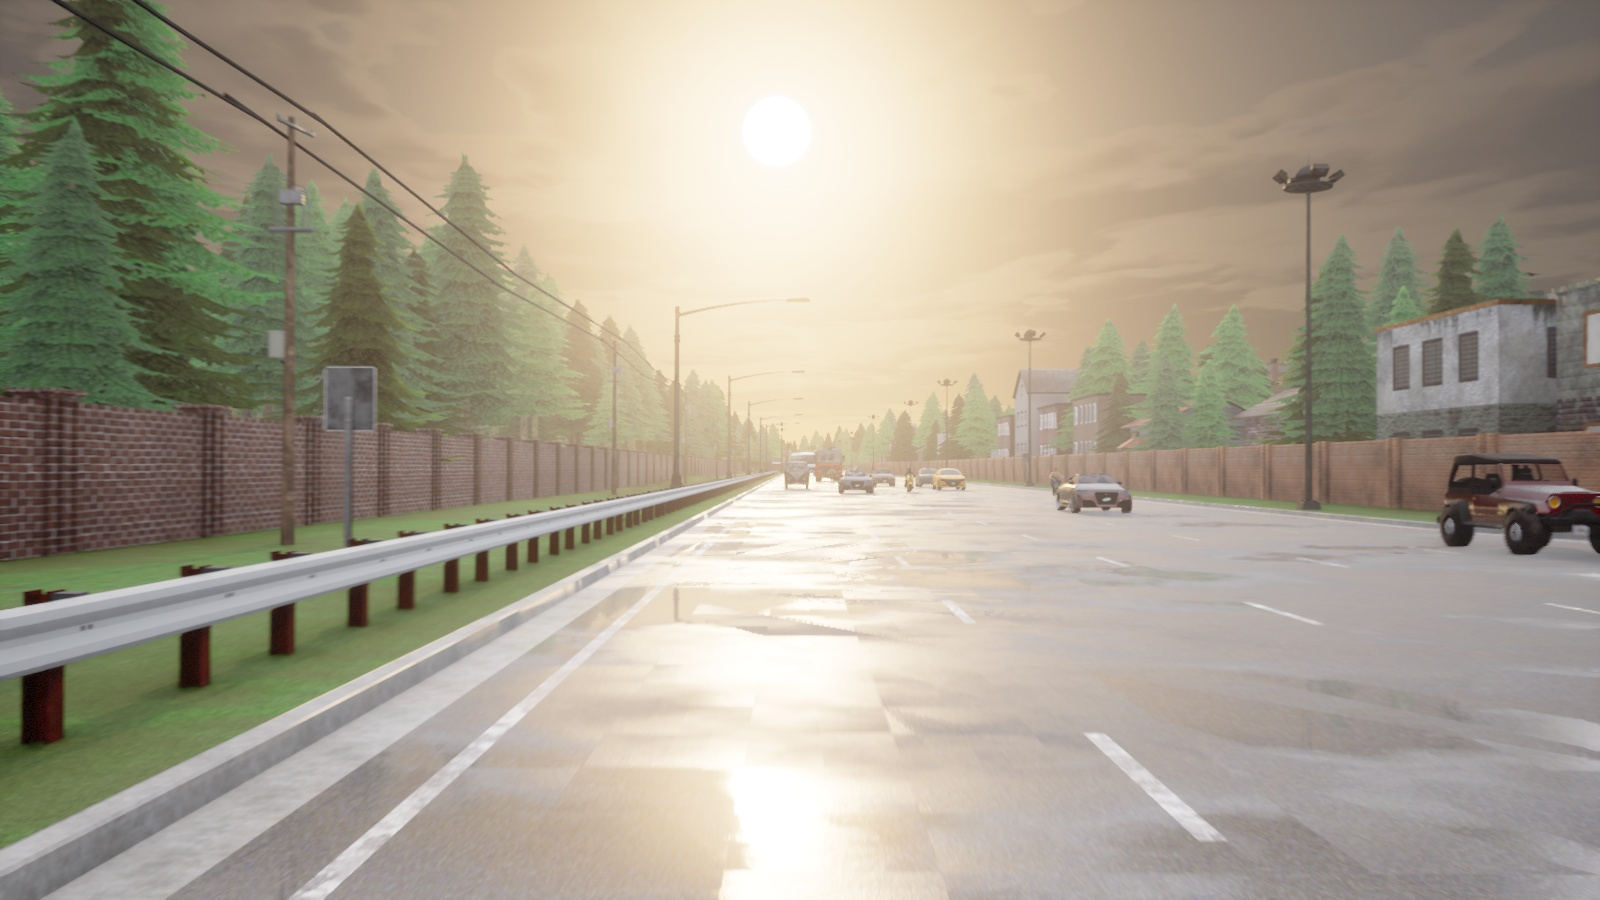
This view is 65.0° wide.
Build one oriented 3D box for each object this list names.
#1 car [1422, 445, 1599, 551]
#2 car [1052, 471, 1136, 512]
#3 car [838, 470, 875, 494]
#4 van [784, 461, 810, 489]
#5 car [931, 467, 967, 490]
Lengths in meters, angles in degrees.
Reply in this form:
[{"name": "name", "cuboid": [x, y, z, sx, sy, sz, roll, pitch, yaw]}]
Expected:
[{"name": "car", "cuboid": [13.942, 0.879, 24.281, 1.905, 1.878, 3.866, 0, -1, 0]}, {"name": "car", "cuboid": [10.395, 1.439, 44.677, 1.994, 1.385, 4.181, 0, -1, 0]}, {"name": "car", "cuboid": [3.323, 1.879, 75.031, 1.994, 1.385, 4.181, 0, -1, 0]}, {"name": "van", "cuboid": [-0.213, 1.781, 89.719, 1.775, 1.987, 4.442, 0, -1, 0]}, {"name": "car", "cuboid": [10.294, 1.927, 86.972, 1.882, 1.535, 5.008, 0, -1, 0]}]
